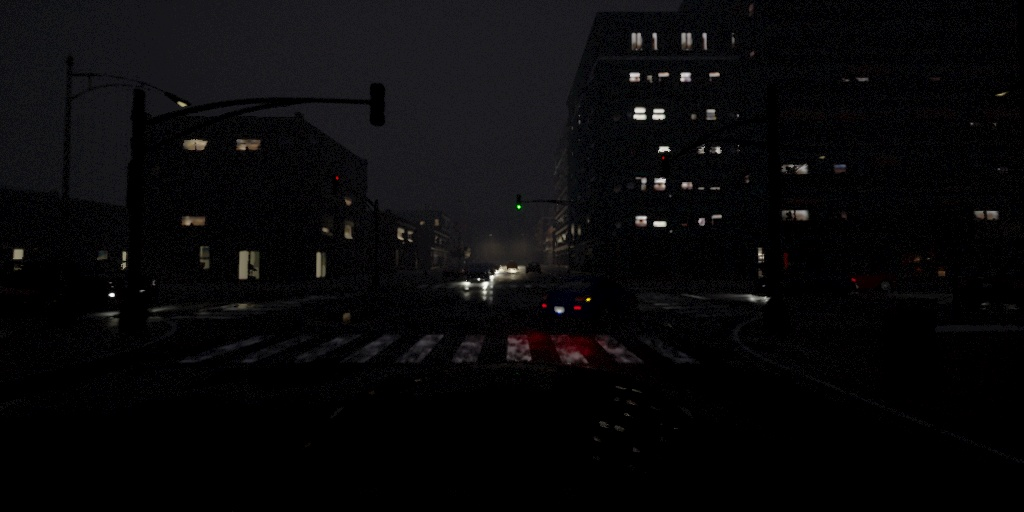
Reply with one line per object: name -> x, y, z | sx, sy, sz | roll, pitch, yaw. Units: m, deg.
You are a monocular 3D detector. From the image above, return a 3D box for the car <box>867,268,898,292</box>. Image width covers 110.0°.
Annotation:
car -> 19.494, 1.322, 20.768 | 4.507, 1.381, 1.888 | 0, 0, 1

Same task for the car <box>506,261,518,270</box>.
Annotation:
car -> 0.056, 1.602, 62.512 | 1.882, 1.535, 5.008 | 0, 0, 0

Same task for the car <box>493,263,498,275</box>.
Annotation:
car -> -3.046, 1.531, 43.273 | 1.812, 1.442, 4.674 | 0, 0, 0

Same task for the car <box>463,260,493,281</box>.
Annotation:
car -> -3.060, 1.423, 33.489 | 1.882, 1.535, 5.008 | 0, 0, 0

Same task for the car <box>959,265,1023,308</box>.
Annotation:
car -> 18.183, 1.013, 12.201 | 4.097, 1.591, 1.967 | 0, 0, 1

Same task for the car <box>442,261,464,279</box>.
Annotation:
car -> -5.736, 1.501, 35.259 | 1.888, 1.381, 4.507 | 0, 0, 0

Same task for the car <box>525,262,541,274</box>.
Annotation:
car -> 2.732, 1.466, 46.681 | 1.967, 1.591, 4.097 | 0, 0, 0

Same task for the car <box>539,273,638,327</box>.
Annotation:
car -> 2.640, 1.339, 11.957 | 1.812, 1.442, 4.674 | -1, -1, 34

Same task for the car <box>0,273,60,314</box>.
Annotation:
car -> -19.284, 1.430, 12.563 | 4.507, 1.381, 1.888 | 0, 0, 1

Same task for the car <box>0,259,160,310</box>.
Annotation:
car -> -18.517, 1.168, 15.299 | 5.566, 2.045, 2.150 | 0, -1, 1

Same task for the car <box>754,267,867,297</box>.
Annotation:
car -> 14.748, 1.313, 18.154 | 4.181, 1.385, 1.994 | 0, -1, 1
